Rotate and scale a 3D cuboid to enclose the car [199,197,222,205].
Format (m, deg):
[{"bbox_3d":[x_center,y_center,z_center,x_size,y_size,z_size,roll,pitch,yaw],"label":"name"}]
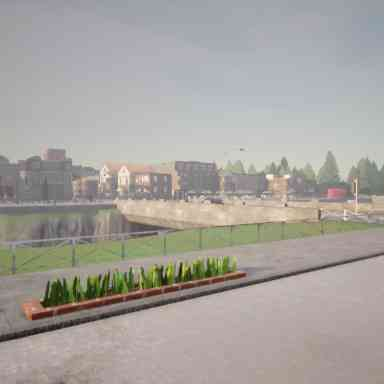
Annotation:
[{"bbox_3d":[3.074,1.525,53.747,1.812,1.442,4.674,0,0,-35],"label":"car"}]
